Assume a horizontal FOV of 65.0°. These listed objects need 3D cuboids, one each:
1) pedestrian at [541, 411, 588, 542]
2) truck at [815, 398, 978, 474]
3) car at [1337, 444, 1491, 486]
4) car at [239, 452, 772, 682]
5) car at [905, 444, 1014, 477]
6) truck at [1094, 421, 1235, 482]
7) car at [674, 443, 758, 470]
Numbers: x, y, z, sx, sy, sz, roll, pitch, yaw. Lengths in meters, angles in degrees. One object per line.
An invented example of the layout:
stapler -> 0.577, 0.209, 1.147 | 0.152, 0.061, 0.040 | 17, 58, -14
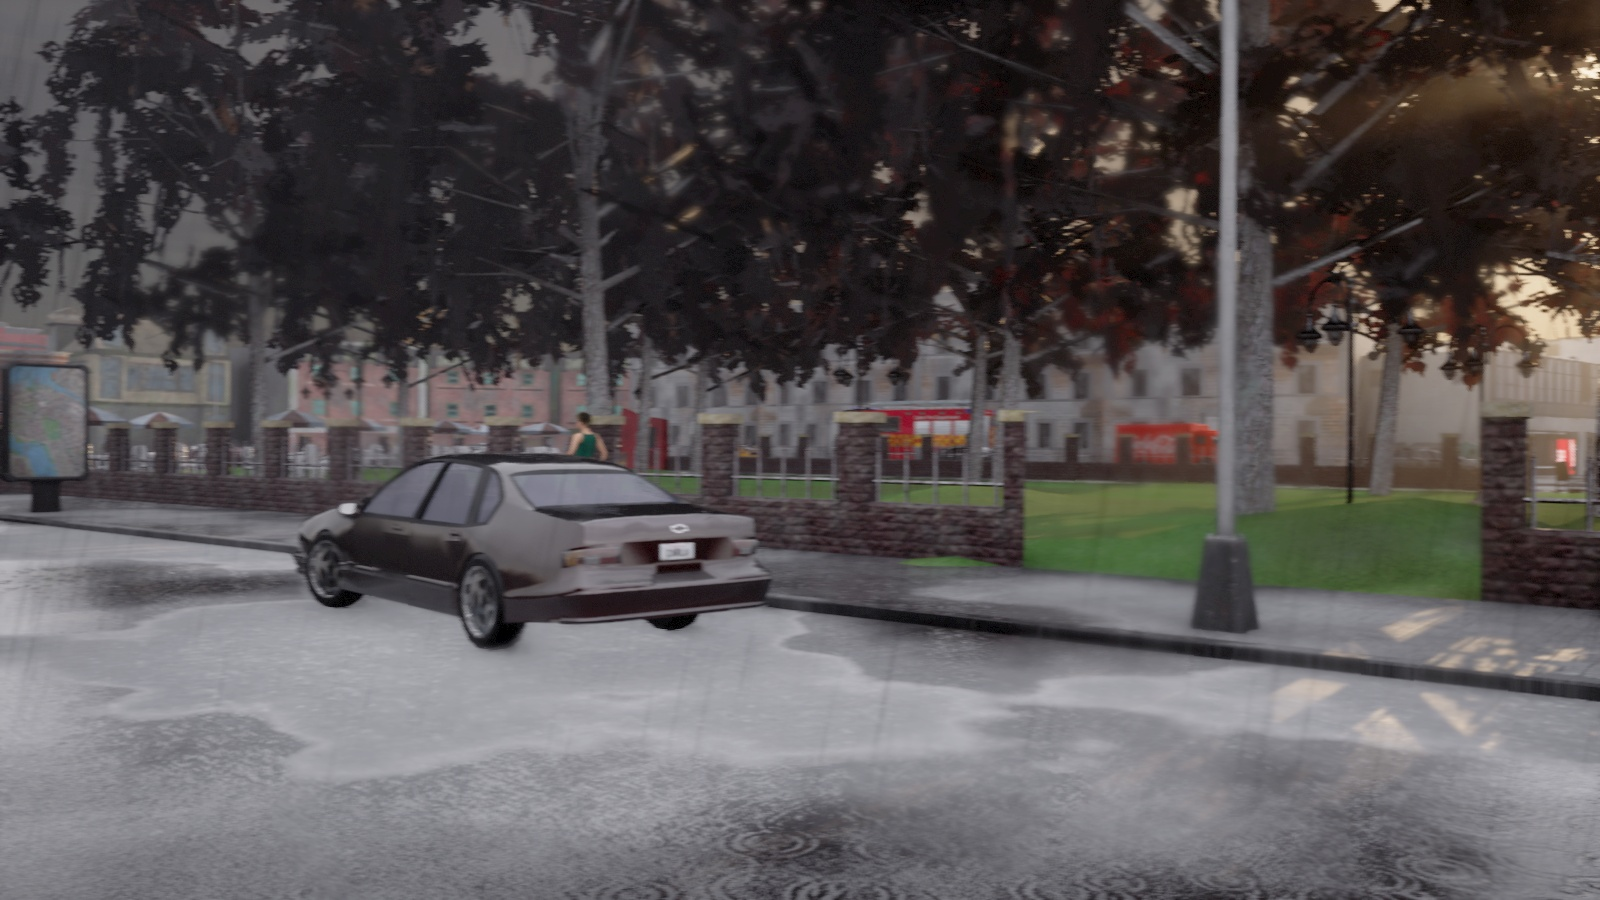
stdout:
pedestrian -> -3.354, 0.365, 17.877 | 0.594, 1.836, 0.345 | 0, 0, 39
truck -> 5.073, -0.713, 67.078 | 8.468, 3.827, 2.891 | 0, 0, 38
car -> 23.302, 0.528, 47.730 | 4.902, 1.511, 2.128 | 0, 0, 38
car -> -2.756, 0.736, 10.559 | 2.033, 1.411, 5.357 | 0, 0, -42
car -> 7.592, 0.492, 60.031 | 4.892, 1.490, 1.837 | 1, 1, 38
truck -> 15.568, 0.045, 53.785 | 5.204, 2.467, 2.627 | 0, 0, 38
car -> -5.039, 0.376, 74.996 | 5.008, 1.535, 1.882 | 0, 0, 38
